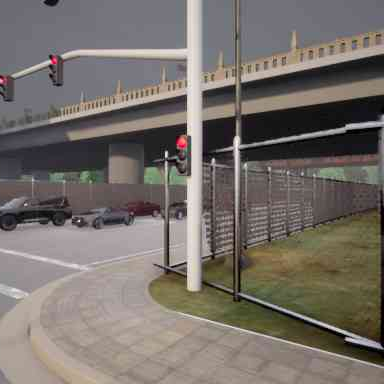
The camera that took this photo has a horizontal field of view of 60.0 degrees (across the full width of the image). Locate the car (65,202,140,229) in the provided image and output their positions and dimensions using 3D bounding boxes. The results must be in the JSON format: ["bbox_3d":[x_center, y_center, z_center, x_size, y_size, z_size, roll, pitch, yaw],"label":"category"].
[{"bbox_3d":[-5.847,1.617,22.217,1.994,1.385,4.181,0,0,35],"label":"car"}]

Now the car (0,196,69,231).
[{"bbox_3d":[-10.567,1.275,21.621,2.150,2.045,5.566,0,0,36],"label":"car"}]

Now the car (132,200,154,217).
[{"bbox_3d":[-4.891,1.531,29.623,1.882,1.535,5.008,0,0,35],"label":"car"}]
